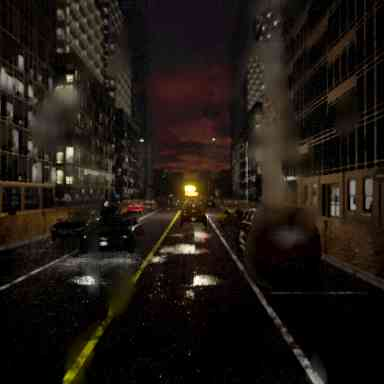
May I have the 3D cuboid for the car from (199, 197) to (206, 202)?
[{"bbox_3d":[2.689,1.905,85.348,1.802,1.307,4.206,0,0,0],"label":"car"}]

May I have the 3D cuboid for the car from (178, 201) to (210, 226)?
[{"bbox_3d":[0.098,1.629,24.289,1.812,1.442,4.674,0,0,0],"label":"car"}]

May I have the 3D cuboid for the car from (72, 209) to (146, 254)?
[{"bbox_3d":[-3.101,1.624,13.675,1.994,1.385,4.181,0,0,0],"label":"car"}]

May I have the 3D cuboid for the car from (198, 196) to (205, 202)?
[{"bbox_3d":[2.689,1.867,91.210,1.752,1.417,4.829,0,0,0],"label":"car"}]

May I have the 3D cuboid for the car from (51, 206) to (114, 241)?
[{"bbox_3d":[-5.688,1.625,17.056,2.008,1.369,4.403,0,0,0],"label":"car"}]

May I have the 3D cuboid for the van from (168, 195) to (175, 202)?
[{"bbox_3d":[-5.690,1.682,91.055,1.690,1.788,3.998,0,0,0],"label":"van"}]

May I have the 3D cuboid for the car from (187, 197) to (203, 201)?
[{"bbox_3d":[0.099,1.673,41.291,1.837,1.490,4.892,0,-1,0],"label":"car"}]

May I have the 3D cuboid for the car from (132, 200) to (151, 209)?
[{"bbox_3d":[-5.688,1.724,34.131,1.802,1.307,4.206,0,0,0],"label":"car"}]

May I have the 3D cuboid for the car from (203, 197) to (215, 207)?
[{"bbox_3d":[2.691,1.772,51.197,1.947,1.339,4.313,0,0,0],"label":"car"}]

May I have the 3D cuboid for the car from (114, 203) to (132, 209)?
[{"bbox_3d":[-5.688,1.664,22.748,1.947,1.339,4.313,0,0,0],"label":"car"}]

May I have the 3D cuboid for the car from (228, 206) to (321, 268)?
[{"bbox_3d":[2.694,1.365,11.353,2.192,1.841,5.009,0,0,0],"label":"car"}]

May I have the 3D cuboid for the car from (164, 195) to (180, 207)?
[{"bbox_3d":[-3.003,1.496,55.793,2.097,1.767,4.553,0,0,0],"label":"car"}]

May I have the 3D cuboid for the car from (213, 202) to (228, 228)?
[{"bbox_3d":[2.693,1.624,22.906,1.752,1.417,4.829,0,0,0],"label":"car"}]

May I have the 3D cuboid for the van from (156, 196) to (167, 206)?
[{"bbox_3d":[-5.689,1.588,62.594,1.690,1.788,3.998,0,0,0],"label":"van"}]

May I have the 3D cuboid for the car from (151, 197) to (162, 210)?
[{"bbox_3d":[-5.689,1.736,45.517,2.008,1.369,4.403,0,0,0],"label":"car"}]

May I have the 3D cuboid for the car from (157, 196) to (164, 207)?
[{"bbox_3d":[-5.690,1.771,56.901,1.887,1.381,4.507,0,0,0],"label":"car"}]

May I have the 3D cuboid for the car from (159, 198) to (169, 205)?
[{"bbox_3d":[-5.690,1.848,68.286,1.802,1.307,4.206,0,0,0],"label":"car"}]

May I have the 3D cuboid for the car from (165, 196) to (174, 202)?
[{"bbox_3d":[-5.691,1.763,85.362,1.967,1.590,4.097,0,0,0],"label":"car"}]
